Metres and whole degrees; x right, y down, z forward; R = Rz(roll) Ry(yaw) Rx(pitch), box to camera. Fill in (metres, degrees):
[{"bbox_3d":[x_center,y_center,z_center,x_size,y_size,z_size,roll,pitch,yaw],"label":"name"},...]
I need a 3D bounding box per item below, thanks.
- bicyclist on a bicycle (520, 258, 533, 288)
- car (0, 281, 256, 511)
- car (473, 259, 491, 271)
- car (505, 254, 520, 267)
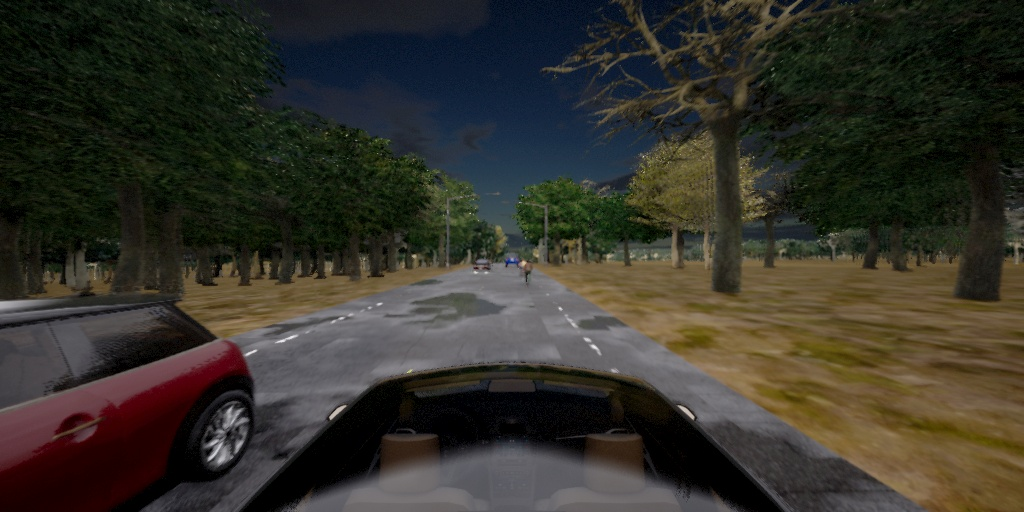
[{"bbox_3d":[0.959,1.074,21.134,0.582,1.620,1.656,0,0,0],"label":"bicyclist on a bicycle"},{"bbox_3d":[-3.597,1.104,1.626,2.097,1.767,4.553,0,0,0],"label":"car"},{"bbox_3d":[-3.565,1.071,43.801,2.033,1.411,5.357,0,0,1],"label":"car"},{"bbox_3d":[0.045,0.716,58.720,2.150,2.045,5.566,0,0,0],"label":"car"}]
